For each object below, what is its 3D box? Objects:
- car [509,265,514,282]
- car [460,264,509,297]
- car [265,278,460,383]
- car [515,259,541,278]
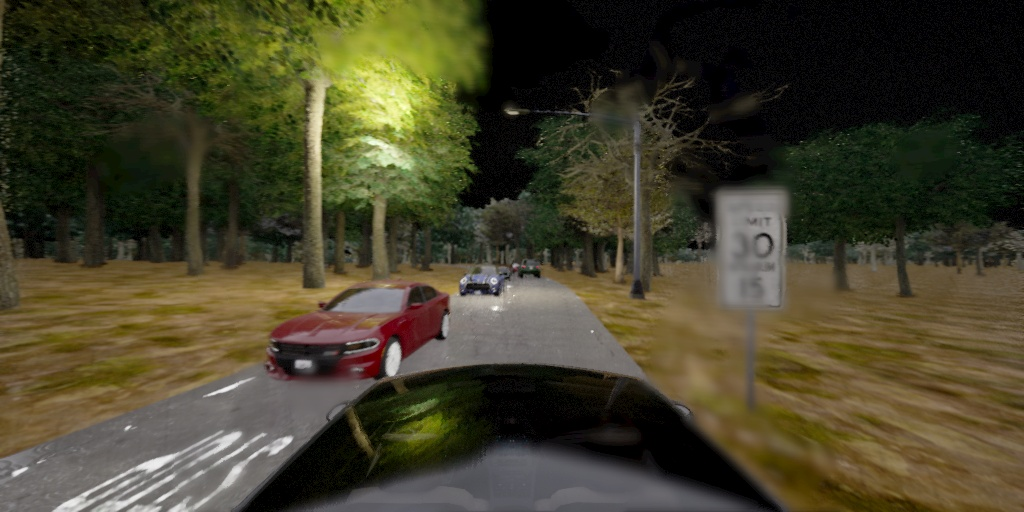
[{"bbox_3d":[-1.067,1.663,33.865,1.895,1.301,4.718,1,0,-1],"label":"car"},{"bbox_3d":[-1.575,1.290,20.308,2.097,1.767,4.553,0,-1,4],"label":"car"},{"bbox_3d":[-2.675,1.267,7.486,1.882,1.535,5.008,0,-1,5],"label":"car"},{"bbox_3d":[1.850,1.352,39.638,2.150,2.045,5.566,1,0,-3],"label":"car"}]
